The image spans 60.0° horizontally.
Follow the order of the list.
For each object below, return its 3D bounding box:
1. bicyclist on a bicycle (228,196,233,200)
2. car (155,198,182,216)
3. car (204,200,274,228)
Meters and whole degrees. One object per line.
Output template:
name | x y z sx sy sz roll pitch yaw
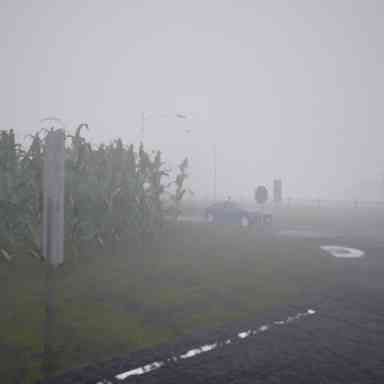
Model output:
bicyclist on a bicycle | 3.461 1.215 29.890 1.656 1.620 0.582 -1 1 -36
car | -3.018 1.206 28.678 2.033 1.411 5.357 1 0 -36
car | 2.789 1.261 20.606 1.882 1.535 5.008 1 0 -36
